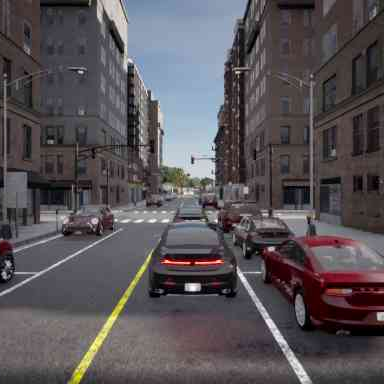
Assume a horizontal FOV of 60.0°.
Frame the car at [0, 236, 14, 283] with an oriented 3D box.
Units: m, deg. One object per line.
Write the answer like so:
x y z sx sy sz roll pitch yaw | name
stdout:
-5.430 1.440 6.668 1.967 1.590 4.097 0 0 0 | car

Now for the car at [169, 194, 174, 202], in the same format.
-5.936 1.541 78.109 1.887 1.381 4.507 0 0 0 | car

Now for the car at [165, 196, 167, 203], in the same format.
-5.795 1.564 56.095 1.947 1.339 4.313 0 0 0 | car

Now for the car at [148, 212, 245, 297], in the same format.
0.014 1.505 8.545 1.837 1.490 4.892 0 0 0 | car

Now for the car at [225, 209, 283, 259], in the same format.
2.556 1.551 12.406 2.008 1.369 4.403 0 0 0 | car

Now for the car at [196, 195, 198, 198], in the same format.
2.271 1.313 61.655 2.192 1.841 5.009 0 0 0 | car

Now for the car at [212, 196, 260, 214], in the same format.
2.518 1.315 18.088 2.192 1.841 5.009 0 0 0 | car

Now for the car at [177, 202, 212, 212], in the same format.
-0.058 1.505 17.961 1.837 1.490 4.892 0 0 0 | car

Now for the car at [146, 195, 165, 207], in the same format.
-5.760 1.314 50.591 2.192 1.841 5.009 0 0 0 | car

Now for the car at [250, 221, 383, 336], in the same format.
2.595 1.545 6.724 1.887 1.381 4.507 0 0 0 | car

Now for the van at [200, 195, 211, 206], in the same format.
2.313 1.339 56.151 1.690 1.788 3.998 0 0 0 | van

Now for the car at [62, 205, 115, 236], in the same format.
-5.507 1.440 18.033 1.967 1.590 4.097 0 0 0 | car

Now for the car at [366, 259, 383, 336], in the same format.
2.634 1.440 1.042 1.967 1.590 4.097 0 0 0 | car

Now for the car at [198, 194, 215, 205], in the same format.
2.397 1.314 45.144 2.192 1.841 5.009 0 0 0 | car

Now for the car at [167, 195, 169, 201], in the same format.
-5.830 1.548 61.598 2.008 1.369 4.403 0 0 0 | car
